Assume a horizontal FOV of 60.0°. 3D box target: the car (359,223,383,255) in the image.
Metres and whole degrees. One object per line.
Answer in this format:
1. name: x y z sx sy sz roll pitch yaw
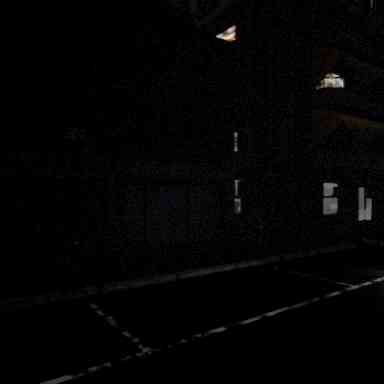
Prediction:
1. car: 7.810 1.591 12.134 4.206 1.307 1.802 0 0 -36
